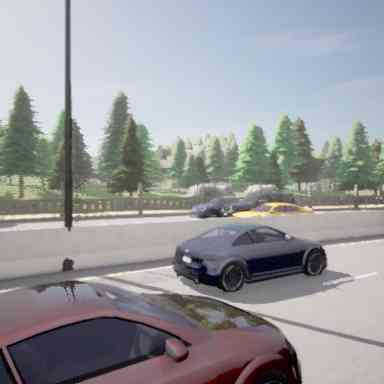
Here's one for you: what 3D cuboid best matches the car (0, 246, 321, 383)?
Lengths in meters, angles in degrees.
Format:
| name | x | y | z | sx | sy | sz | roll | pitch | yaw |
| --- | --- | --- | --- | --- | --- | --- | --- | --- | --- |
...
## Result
| name | x | y | z | sx | sy | sz | roll | pitch | yaw |
| --- | --- | --- | --- | --- | --- | --- | --- | --- | --- |
| car | -0.940 | 1.546 | 2.929 | 4.181 | 1.385 | 1.994 | 0 | 0 | -35 |

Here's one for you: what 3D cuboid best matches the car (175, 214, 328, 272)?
| name | x | y | z | sx | sy | sz | roll | pitch | yaw |
| --- | --- | --- | --- | --- | --- | --- | --- | --- | --- |
| car | 1.594 | 1.505 | 8.696 | 4.181 | 1.385 | 1.994 | 0 | 0 | -32 |
